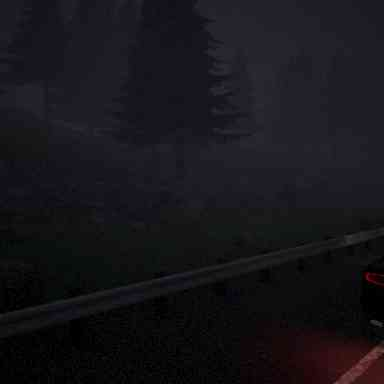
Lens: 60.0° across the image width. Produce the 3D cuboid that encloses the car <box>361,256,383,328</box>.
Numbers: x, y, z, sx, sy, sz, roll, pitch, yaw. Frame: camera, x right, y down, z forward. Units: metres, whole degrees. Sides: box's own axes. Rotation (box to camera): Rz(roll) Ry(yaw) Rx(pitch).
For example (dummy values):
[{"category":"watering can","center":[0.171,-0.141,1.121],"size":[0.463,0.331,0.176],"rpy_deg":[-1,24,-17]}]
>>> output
[{"category":"car","center":[4.757,1.382,5.814],"size":[5.008,1.535,1.882],"rpy_deg":[-1,1,-42]}]
